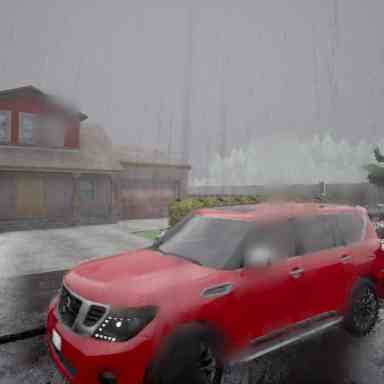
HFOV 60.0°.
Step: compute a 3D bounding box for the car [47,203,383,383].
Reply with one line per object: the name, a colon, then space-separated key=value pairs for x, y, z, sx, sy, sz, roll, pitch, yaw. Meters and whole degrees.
car: x=0.821 y=1.221 z=5.140 sx=5.566 sy=2.045 sz=2.150 roll=0 pitch=0 yaw=-35
